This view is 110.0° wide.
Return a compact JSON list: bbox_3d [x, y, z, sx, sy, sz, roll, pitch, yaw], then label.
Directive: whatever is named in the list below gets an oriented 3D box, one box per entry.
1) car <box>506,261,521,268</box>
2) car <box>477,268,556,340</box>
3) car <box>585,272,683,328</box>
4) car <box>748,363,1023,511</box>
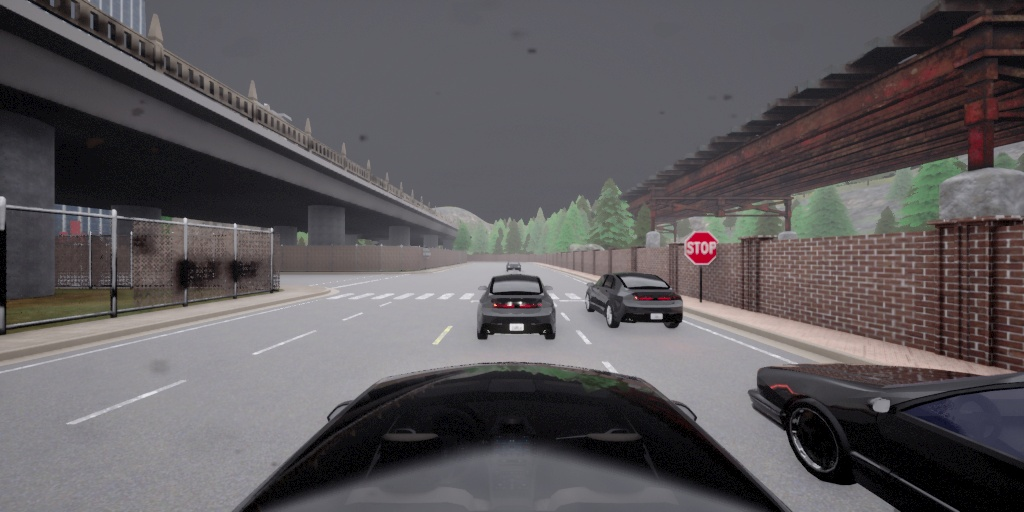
[{"bbox_3d":[0.205,1.351,46.264,1.895,1.301,4.718,0,0,-1],"label":"car"},{"bbox_3d":[0.103,1.255,9.977,1.837,1.490,4.892,0,0,0],"label":"car"},{"bbox_3d":[3.605,1.255,11.334,1.837,1.490,4.892,0,0,0],"label":"car"},{"bbox_3d":[3.600,1.297,1.588,2.033,1.411,5.357,0,0,0],"label":"car"}]
